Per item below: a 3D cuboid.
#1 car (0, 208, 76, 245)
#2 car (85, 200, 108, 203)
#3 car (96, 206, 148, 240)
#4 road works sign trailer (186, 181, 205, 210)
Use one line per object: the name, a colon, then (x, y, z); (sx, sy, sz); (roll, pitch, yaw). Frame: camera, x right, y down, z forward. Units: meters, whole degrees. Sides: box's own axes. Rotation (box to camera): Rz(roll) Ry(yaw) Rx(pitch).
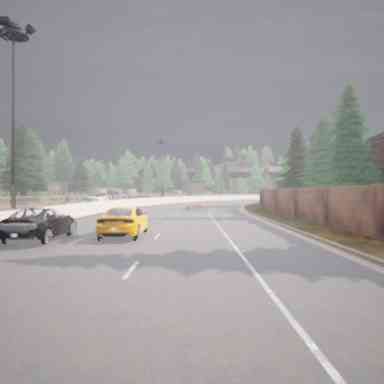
car: (-6.902, 1.476, 15.328); (2.128, 1.511, 4.902); (0, 0, 0)
car: (-17.269, 1.166, 59.828); (2.150, 2.045, 5.566); (0, 0, 15)
car: (-3.403, 1.461, 16.919); (1.882, 1.535, 5.008); (0, 0, 0)
road works sign trailer: (0.562, 0.423, 42.664); (2.380, 3.560, 2.880); (0, 0, 10)
